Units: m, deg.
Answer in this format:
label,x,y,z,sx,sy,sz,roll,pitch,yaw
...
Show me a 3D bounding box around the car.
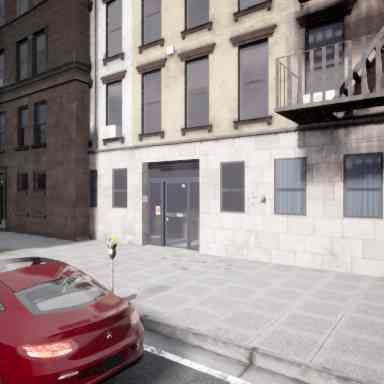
label,x,y,z,sx,sy,sz,roll,pitch,yaw
car,-2.504,1.582,4.596,4.206,1.307,1.802,0,0,36
